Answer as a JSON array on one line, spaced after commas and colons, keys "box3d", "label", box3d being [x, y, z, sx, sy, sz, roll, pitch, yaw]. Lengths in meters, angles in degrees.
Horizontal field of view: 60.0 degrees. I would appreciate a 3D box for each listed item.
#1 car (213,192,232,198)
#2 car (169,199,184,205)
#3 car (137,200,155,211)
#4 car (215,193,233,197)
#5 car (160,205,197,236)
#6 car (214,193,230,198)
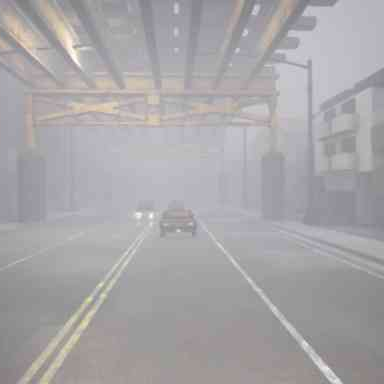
[{"box3d": [8.821, 0.902, 94.836, 4.974, 1.542, 2.038, 0, 1, 22], "label": "car"}, {"box3d": [-1.908, 1.580, 40.664, 1.994, 1.385, 4.181, 0, 0, -3], "label": "car"}, {"box3d": [-5.608, 1.648, 40.748, 1.895, 1.301, 4.718, 0, 0, -3], "label": "car"}, {"box3d": [8.754, 0.791, 90.685, 4.536, 1.218, 1.853, -1, 1, -23], "label": "car"}, {"box3d": [-0.784, 1.608, 18.608, 1.895, 1.301, 4.718, 0, 0, -3], "label": "car"}, {"box3d": [8.708, 0.949, 90.666, 4.974, 1.542, 2.038, -1, 1, -23], "label": "car"}]
